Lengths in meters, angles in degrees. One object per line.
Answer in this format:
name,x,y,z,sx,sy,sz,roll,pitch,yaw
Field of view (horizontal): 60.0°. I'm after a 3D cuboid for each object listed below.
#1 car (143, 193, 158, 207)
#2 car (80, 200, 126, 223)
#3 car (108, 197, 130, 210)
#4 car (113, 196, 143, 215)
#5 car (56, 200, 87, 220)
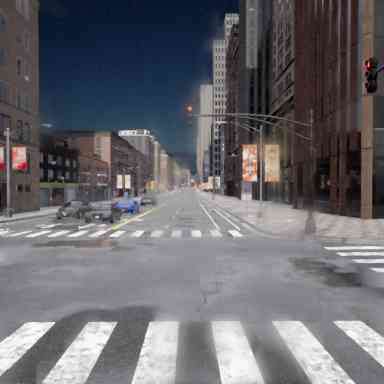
car,-6.575,1.225,51.017,2.150,2.045,5.566,0,0,0
car,-6.606,1.568,25.112,1.994,1.385,4.181,0,0,-1
car,-9.843,1.483,45.222,1.882,1.535,5.008,0,0,0
car,-6.600,1.483,34.224,1.882,1.535,5.008,0,0,0
car,-9.850,1.509,28.195,1.837,1.490,4.892,0,0,0
